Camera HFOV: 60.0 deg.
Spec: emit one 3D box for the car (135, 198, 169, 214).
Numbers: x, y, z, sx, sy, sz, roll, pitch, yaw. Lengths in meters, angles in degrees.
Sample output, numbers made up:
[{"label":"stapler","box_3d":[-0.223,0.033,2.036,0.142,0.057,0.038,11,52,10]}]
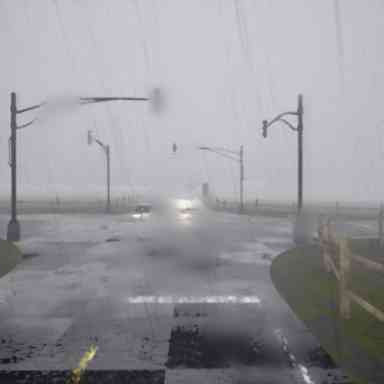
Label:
[{"label":"car","box_3d":[-3.785,1.286,31.683,1.994,1.385,4.181,1,1,18]}]
